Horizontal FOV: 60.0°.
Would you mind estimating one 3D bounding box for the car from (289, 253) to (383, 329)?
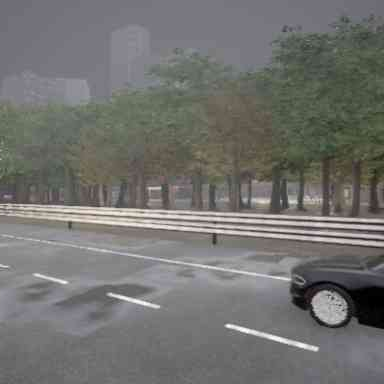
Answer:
[{"bbox_3d":[4.092,1.496,5.251,5.008,1.535,1.882,0,0,35],"label":"car"}]
